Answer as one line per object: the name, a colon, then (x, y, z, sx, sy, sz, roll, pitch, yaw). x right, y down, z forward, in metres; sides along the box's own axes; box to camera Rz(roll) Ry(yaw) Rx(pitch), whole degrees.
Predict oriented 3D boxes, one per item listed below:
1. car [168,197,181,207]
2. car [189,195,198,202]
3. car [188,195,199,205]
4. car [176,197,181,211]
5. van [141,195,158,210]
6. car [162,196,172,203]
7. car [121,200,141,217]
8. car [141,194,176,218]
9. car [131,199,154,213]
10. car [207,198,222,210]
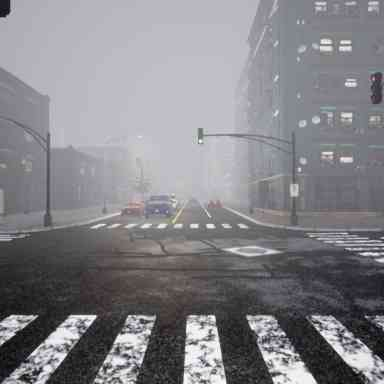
car: (-2.839, 1.539, 54.083, 1.812, 1.442, 4.674, 0, 0, 0)
car: (0.309, 1.351, 70.090, 1.837, 1.490, 4.892, 0, 0, 0)
car: (0.265, 1.541, 60.081, 1.812, 1.442, 4.674, 0, 0, 0)
car: (-2.907, 1.232, 41.494, 2.150, 2.045, 5.566, 0, 0, 0)
van: (-5.481, 1.351, 43.388, 1.690, 1.788, 3.998, 1, 0, 0)
car: (-5.360, 1.601, 71.821, 1.802, 1.307, 4.206, 1, 0, 0)
car: (-5.611, 1.552, 32.019, 1.887, 1.381, 4.507, 1, 0, 0)
car: (-2.954, 1.229, 30.566, 2.150, 2.045, 5.566, 0, 0, 0)
car: (-5.510, 1.554, 37.701, 1.887, 1.381, 4.507, 1, 0, 0)
car: (2.897, 1.450, 43.412, 1.967, 1.590, 4.097, 1, 0, 0)
